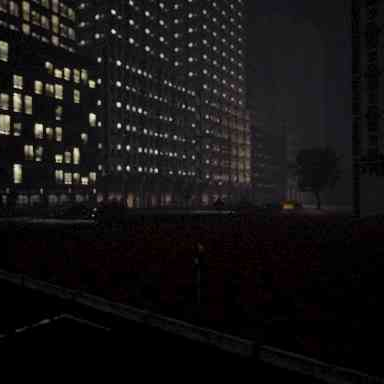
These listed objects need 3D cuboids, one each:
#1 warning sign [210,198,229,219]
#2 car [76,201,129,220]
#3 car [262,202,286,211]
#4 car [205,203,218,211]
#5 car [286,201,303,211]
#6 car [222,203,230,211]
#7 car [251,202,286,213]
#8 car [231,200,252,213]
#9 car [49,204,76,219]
[{"bbox_3d":[2.513,1.460,30.461,1.300,1.860,1.060,1,0,36],"label":"warning sign"},{"bbox_3d":[-8.255,1.686,31.779,2.097,1.767,4.553,-1,-1,36],"label":"car"},{"bbox_3d":[13.946,2.390,56.383,2.033,1.411,5.357,-1,-1,36],"label":"car"},{"bbox_3d":[4.130,2.371,54.029,1.895,1.301,4.718,-1,-1,37],"label":"car"},{"bbox_3d":[16.567,2.294,54.462,1.882,1.535,5.008,-1,-1,36],"label":"car"},{"bbox_3d":[6.663,2.266,51.991,1.812,1.442,4.674,-1,-1,37],"label":"car"},{"bbox_3d":[10.735,2.203,46.432,2.033,1.411,5.357,-1,-1,37],"label":"car"},{"bbox_3d":[7.990,2.030,48.182,2.097,1.767,4.553,-1,-1,37],"label":"car"},{"bbox_3d":[-11.631,1.865,32.668,1.812,1.442,4.674,-1,-1,36],"label":"car"}]
